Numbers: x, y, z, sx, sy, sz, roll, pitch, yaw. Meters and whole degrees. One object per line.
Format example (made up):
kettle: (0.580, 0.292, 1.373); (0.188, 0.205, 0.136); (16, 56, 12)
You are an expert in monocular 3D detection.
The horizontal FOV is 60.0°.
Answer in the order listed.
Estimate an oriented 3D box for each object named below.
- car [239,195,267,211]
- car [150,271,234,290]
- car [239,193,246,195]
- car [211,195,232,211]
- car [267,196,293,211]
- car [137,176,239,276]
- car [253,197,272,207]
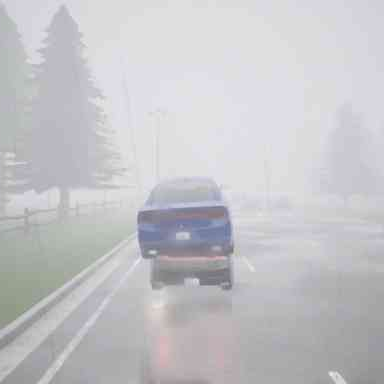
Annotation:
car: (7.000, 1.457, 39.648); (2.128, 1.511, 4.902); (0, 0, 0)
car: (-0.001, 1.545, 9.025); (2.128, 1.511, 4.902); (0, 1, 0)
car: (7.000, 1.178, 50.097); (2.150, 2.045, 5.566); (0, 0, 0)
car: (3.500, 1.317, 40.034); (2.097, 1.767, 4.553); (0, 0, 0)
car: (10.500, 1.317, 40.034); (2.097, 1.767, 4.553); (0, 0, 0)
car: (-0.084, 0.334, 8.299); (1.882, 1.535, 5.008); (-4, 7, 2)
car: (10.500, 1.461, 50.068); (1.837, 1.490, 4.892); (0, 0, 0)
